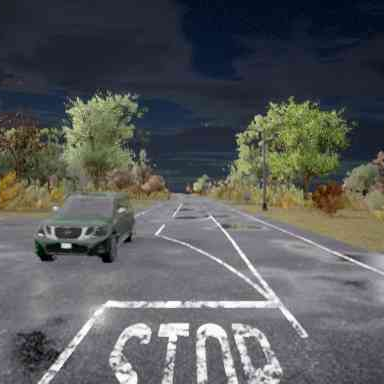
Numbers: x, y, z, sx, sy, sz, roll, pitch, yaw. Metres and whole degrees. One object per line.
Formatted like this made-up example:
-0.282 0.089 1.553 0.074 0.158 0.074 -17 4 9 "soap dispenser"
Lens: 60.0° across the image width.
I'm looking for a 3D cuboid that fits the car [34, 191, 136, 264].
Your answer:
-3.441 1.042 11.903 2.150 2.045 5.566 1 2 0 "car"
